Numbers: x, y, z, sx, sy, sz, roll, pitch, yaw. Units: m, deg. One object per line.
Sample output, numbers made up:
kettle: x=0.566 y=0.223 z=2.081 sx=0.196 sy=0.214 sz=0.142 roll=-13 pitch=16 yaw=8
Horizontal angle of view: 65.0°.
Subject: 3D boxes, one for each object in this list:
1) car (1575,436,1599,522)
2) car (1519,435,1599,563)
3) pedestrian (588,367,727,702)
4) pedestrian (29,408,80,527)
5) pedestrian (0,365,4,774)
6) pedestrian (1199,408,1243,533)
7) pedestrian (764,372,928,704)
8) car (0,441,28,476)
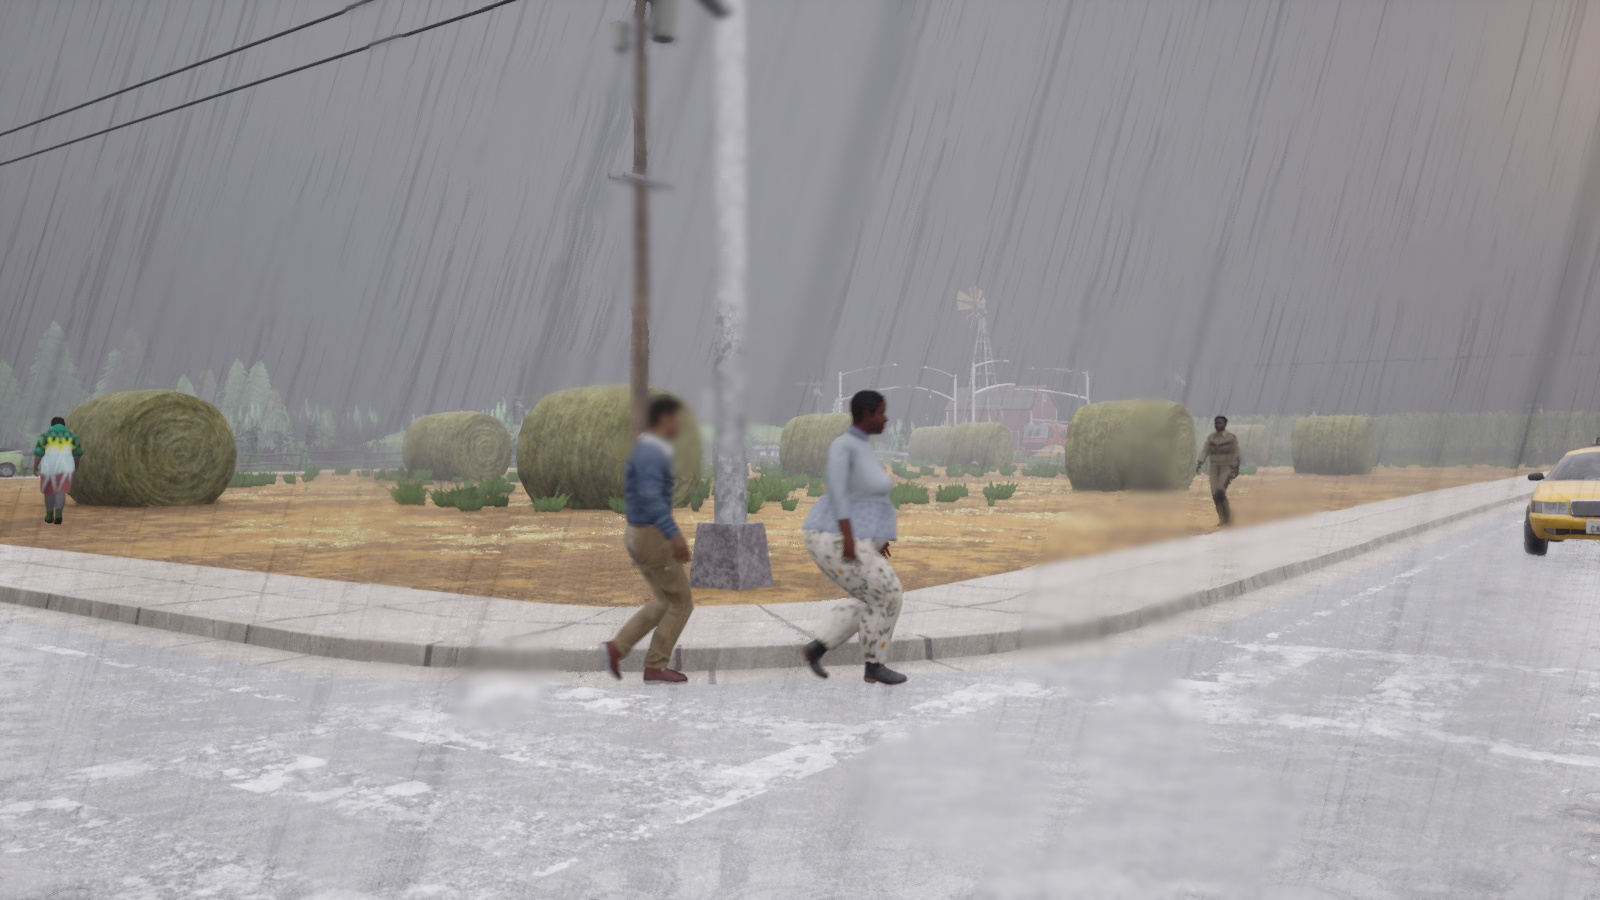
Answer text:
car: x=16.675 y=0.544 z=25.021 sx=1.851 sy=1.617 sz=3.988 roll=0 pitch=0 yaw=35
car: x=11.403 y=0.607 z=17.591 sx=1.801 sy=1.575 sz=5.366 roll=0 pitch=0 yaw=35
pedestrian: x=-0.871 y=0.492 z=7.617 sx=0.788 sy=1.949 sz=0.423 roll=0 pitch=0 yaw=-14
pedestrian: x=-12.652 y=0.287 z=21.315 sx=0.659 sy=1.952 sz=0.873 roll=0 pitch=0 yaw=-37
pedestrian: x=-3.906 y=0.527 z=5.292 sx=0.328 sy=1.805 sz=0.869 roll=0 pitch=0 yaw=37
pedestrian: x=6.643 y=0.316 z=19.813 sx=0.396 sy=1.930 sz=0.692 roll=0 pitch=0 yaw=43
pedestrian: x=0.298 y=0.492 z=7.515 sx=0.900 sy=1.855 sz=0.874 roll=0 pitch=0 yaw=8
car: x=-36.396 y=0.388 z=54.508 sx=2.007 sy=1.525 sz=4.514 roll=0 pitch=0 yaw=39
